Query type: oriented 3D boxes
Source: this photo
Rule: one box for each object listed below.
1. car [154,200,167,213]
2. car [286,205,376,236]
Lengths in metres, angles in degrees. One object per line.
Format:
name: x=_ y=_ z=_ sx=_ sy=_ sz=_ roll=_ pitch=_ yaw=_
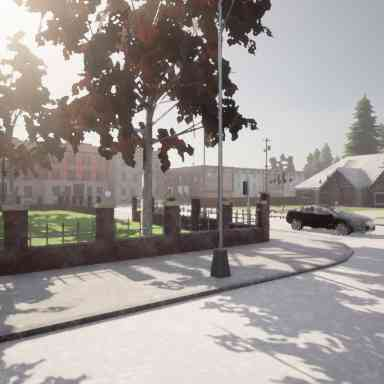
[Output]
car: x=-3.041 y=1.526 z=33.583 sx=1.812 sy=1.442 sz=4.674 roll=0 pitch=0 yaw=-35
car: x=7.570 y=1.491 z=18.592 sx=2.128 sy=1.511 sz=4.902 roll=0 pitch=0 yaw=-34
